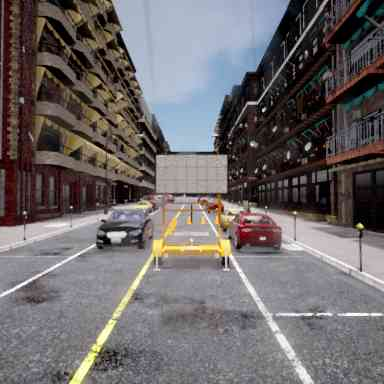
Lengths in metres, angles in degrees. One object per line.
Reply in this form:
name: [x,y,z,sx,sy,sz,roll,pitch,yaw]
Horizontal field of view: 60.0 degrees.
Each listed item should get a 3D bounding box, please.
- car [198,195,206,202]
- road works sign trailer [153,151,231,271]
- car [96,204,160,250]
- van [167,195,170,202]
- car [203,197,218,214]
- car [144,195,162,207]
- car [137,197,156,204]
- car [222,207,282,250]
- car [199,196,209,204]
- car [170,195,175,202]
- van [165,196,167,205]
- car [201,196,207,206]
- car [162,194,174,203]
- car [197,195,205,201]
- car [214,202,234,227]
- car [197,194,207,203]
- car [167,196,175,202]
car: [2.520,1.677,58.542,1.887,1.381,4.507,1,0,0]
road works sign trailer: [-0.011,0.475,10.959,2.380,3.560,2.880,0,0,0]
car: [-2.766,1.509,14.536,2.128,1.511,4.902,0,0,0]
van: [-5.356,1.474,58.595,1.690,1.788,3.998,1,0,0]
car: [2.545,1.608,36.418,1.887,1.381,4.507,1,0,0]
car: [-5.335,1.394,42.005,2.192,1.841,5.009,2,0,0]
car: [-5.334,1.589,36.303,1.752,1.417,4.829,2,0,0]
car: [2.571,1.561,14.296,1.887,1.381,4.507,1,0,0]
car: [2.517,1.618,69.604,1.967,1.590,4.097,1,0,0]
car: [-5.368,1.493,69.656,2.192,1.841,5.009,1,0,0]
van: [-5.349,1.453,53.063,1.690,1.788,3.998,2,0,0]
car: [2.539,1.629,41.950,2.008,1.369,4.403,1,0,0]
car: [-5.374,1.518,75.186,2.192,1.841,5.009,1,0,0]
car: [2.449,1.725,91.729,1.967,1.590,4.097,1,0,0]
car: [2.565,1.551,19.998,1.752,1.417,4.829,1,0,0]
car: [2.465,1.543,80.666,2.192,1.841,5.009,1,0,0]
car: [-5.393,1.822,86.247,1.947,1.339,4.313,1,0,0]
